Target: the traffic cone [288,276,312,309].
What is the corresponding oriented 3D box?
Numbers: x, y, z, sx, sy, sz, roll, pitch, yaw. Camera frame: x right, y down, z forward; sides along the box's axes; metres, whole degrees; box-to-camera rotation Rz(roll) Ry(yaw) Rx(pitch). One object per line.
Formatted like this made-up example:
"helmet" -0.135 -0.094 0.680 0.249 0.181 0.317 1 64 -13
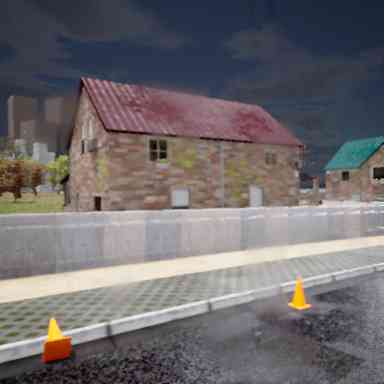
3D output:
"traffic cone" 2.171 1.997 6.709 0.340 0.580 0.340 1 0 -34
